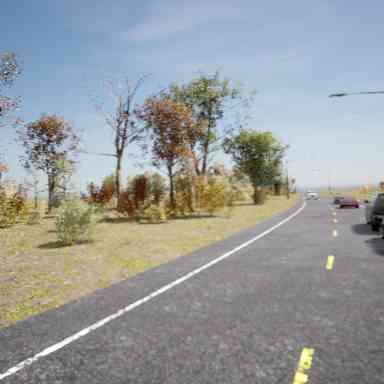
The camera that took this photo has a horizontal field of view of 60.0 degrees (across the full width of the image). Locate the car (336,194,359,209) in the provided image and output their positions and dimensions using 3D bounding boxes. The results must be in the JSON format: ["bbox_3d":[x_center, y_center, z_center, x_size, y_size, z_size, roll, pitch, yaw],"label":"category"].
[{"bbox_3d":[18.370,1.182,39.075,1.994,1.385,4.181,-2,0,22],"label":"car"}]

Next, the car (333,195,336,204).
[{"bbox_3d":[22.683,1.031,50.796,2.128,1.511,4.902,-2,0,19],"label":"car"}]

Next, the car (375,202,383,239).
[{"bbox_3d":[8.434,1.298,12.742,1.837,1.490,4.892,-2,0,24],"label":"car"}]

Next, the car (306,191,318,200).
[{"bbox_3d":[27.759,0.741,76.911,2.150,2.045,5.566,-2,0,18],"label":"car"}]

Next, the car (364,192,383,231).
[{"bbox_3d":[10.884,0.965,18.287,2.150,2.045,5.566,-2,-1,24],"label":"car"}]
